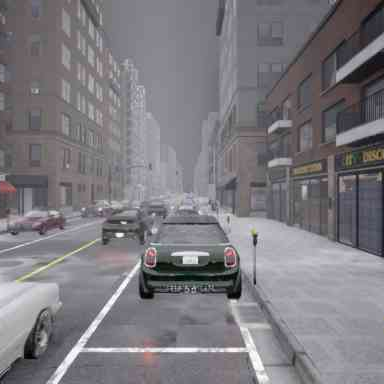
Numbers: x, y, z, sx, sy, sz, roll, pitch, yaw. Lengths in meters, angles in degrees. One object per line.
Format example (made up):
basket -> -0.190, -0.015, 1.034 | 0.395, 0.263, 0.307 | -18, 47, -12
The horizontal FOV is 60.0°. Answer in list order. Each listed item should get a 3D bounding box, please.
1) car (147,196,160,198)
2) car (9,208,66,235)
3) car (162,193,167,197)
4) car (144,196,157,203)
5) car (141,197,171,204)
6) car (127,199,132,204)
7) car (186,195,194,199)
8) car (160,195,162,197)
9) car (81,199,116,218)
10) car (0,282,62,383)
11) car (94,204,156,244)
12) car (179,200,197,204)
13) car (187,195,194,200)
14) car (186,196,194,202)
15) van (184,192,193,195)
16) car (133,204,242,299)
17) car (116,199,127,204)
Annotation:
car -> -5.770, 1.580, 44.351 | 1.994, 1.385, 4.181 | 0, 0, 0
car -> -8.408, 1.582, 18.538 | 1.802, 1.307, 4.206 | 0, 0, 0
car -> -8.408, 1.518, 90.251 | 1.752, 1.417, 4.829 | 0, 0, 0
car -> -8.408, 1.549, 67.693 | 2.008, 1.369, 4.403 | 0, 0, 0
car -> -3.020, 1.506, 29.299 | 1.837, 1.490, 4.892 | 0, 0, 0
car -> -8.408, 1.551, 40.611 | 2.008, 1.369, 4.403 | 0, 0, 0
car -> -0.383, 1.440, 35.101 | 1.967, 1.590, 4.097 | 0, 0, 0
car -> -8.408, 1.542, 73.374 | 1.887, 1.381, 4.507 | 0, 0, 0
car -> -8.408, 1.440, 29.575 | 1.967, 1.590, 4.097 | 0, 0, 0
car -> -2.923, 1.600, 3.000 | 1.895, 1.301, 4.718 | 0, 0, 0
car -> -2.922, 1.503, 15.847 | 1.837, 1.490, 4.892 | 0, -1, 0
car -> -0.383, 1.551, 24.063 | 2.008, 1.369, 4.403 | 0, 0, 0
car -> -0.383, 1.575, 90.427 | 1.802, 1.307, 4.206 | 0, 0, 0
car -> -0.383, 1.579, 79.064 | 1.802, 1.307, 4.206 | 0, 0, 0
van -> -0.383, 1.339, 67.702 | 1.690, 1.788, 3.998 | 0, 0, 0
car -> -0.033, 1.352, 8.620 | 2.097, 1.767, 4.553 | 0, 0, 0
car -> -8.408, 1.525, 34.923 | 1.752, 1.417, 4.829 | 0, 0, 0
